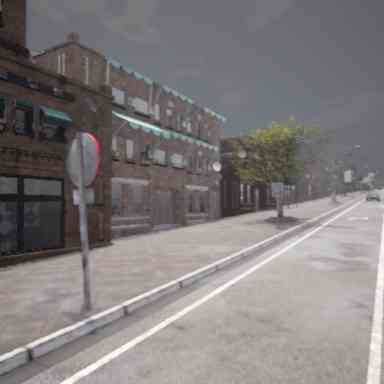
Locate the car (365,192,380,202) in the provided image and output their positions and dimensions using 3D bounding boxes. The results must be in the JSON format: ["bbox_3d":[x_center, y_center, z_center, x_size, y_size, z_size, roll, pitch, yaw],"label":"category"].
[{"bbox_3d":[27.647,0.684,50.831,2.033,1.411,5.357,-2,0,30],"label":"car"}]
